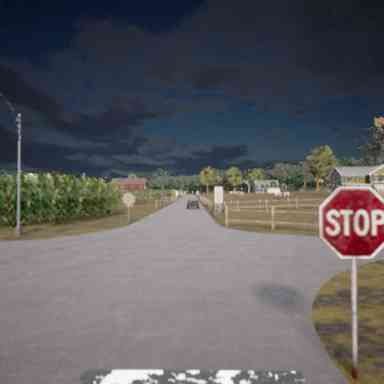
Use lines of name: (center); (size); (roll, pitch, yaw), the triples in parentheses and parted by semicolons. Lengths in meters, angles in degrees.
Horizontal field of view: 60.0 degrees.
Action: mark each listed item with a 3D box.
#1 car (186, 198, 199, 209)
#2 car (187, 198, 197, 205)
car: (0.139, 1.879, 53.305); (1.837, 1.490, 4.892); (0, 0, 0)
car: (0.060, 2.003, 70.720); (1.994, 1.385, 4.181); (0, 0, 0)
